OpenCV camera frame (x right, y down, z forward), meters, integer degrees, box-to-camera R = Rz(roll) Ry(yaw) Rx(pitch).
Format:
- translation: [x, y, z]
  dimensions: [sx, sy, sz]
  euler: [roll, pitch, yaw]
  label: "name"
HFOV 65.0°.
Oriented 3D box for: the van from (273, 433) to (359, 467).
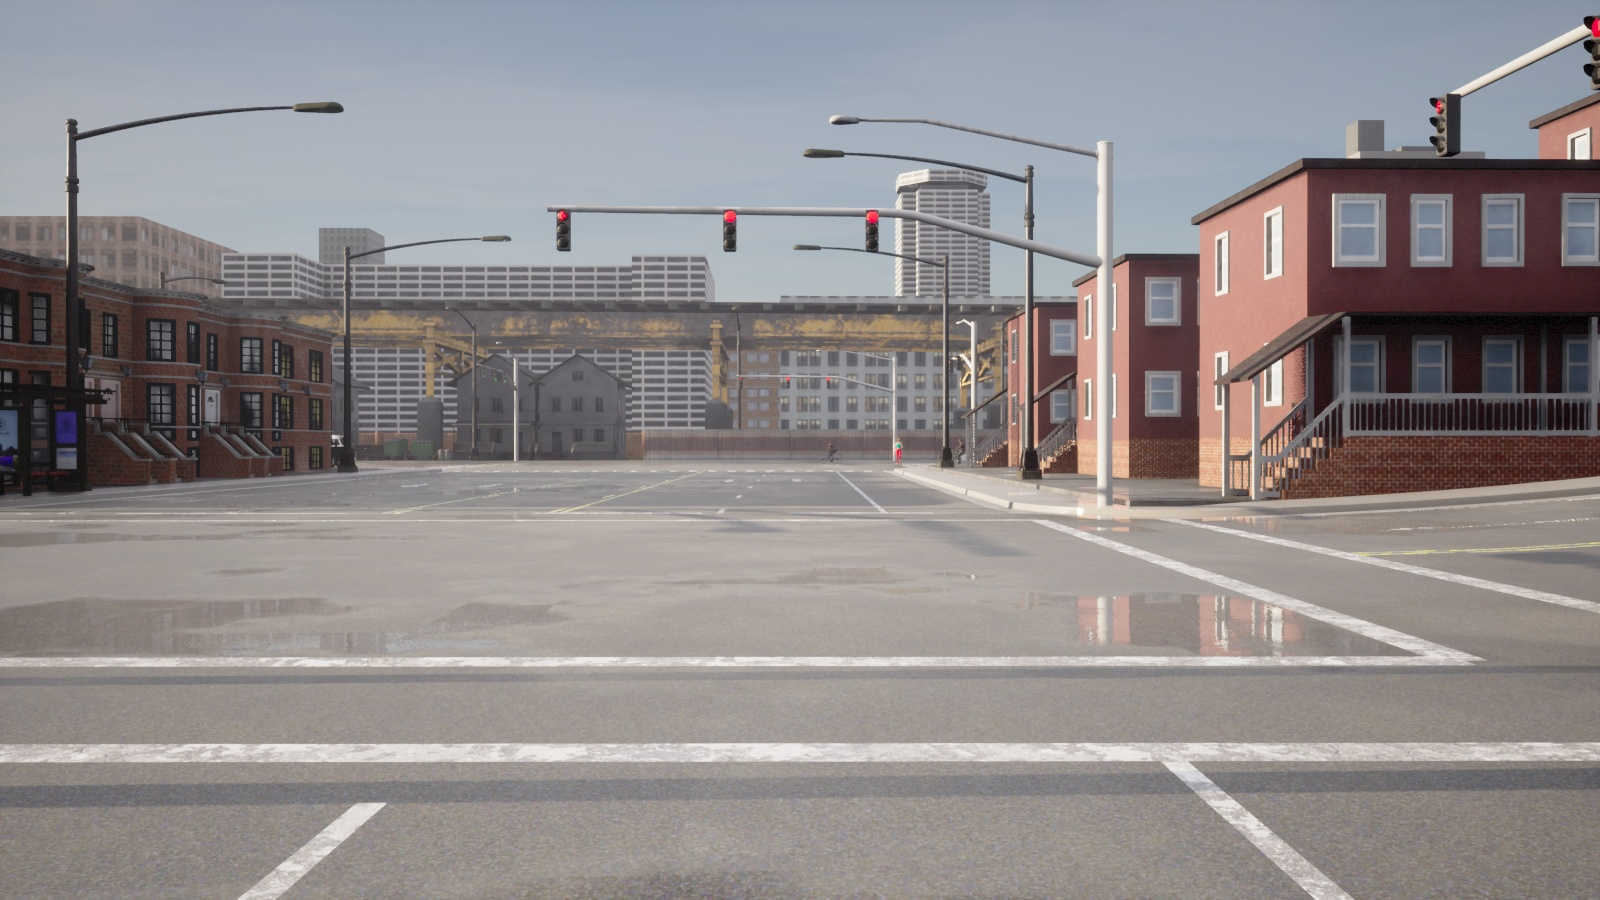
- translation: [-29.763, 0.010, 77.297]
  dimensions: [4.480, 2.038, 2.069]
  euler: [0, 0, 0]
  label: "van"
